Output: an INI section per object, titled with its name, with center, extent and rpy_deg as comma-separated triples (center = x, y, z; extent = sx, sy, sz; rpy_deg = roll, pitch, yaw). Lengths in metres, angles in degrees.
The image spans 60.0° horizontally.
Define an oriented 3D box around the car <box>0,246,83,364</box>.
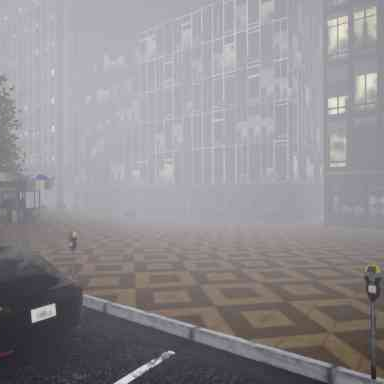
[car]
center = -3.568, 1.566, 5.417
extent = 4.313, 1.339, 1.947
rpy_deg = 0, 0, 35
